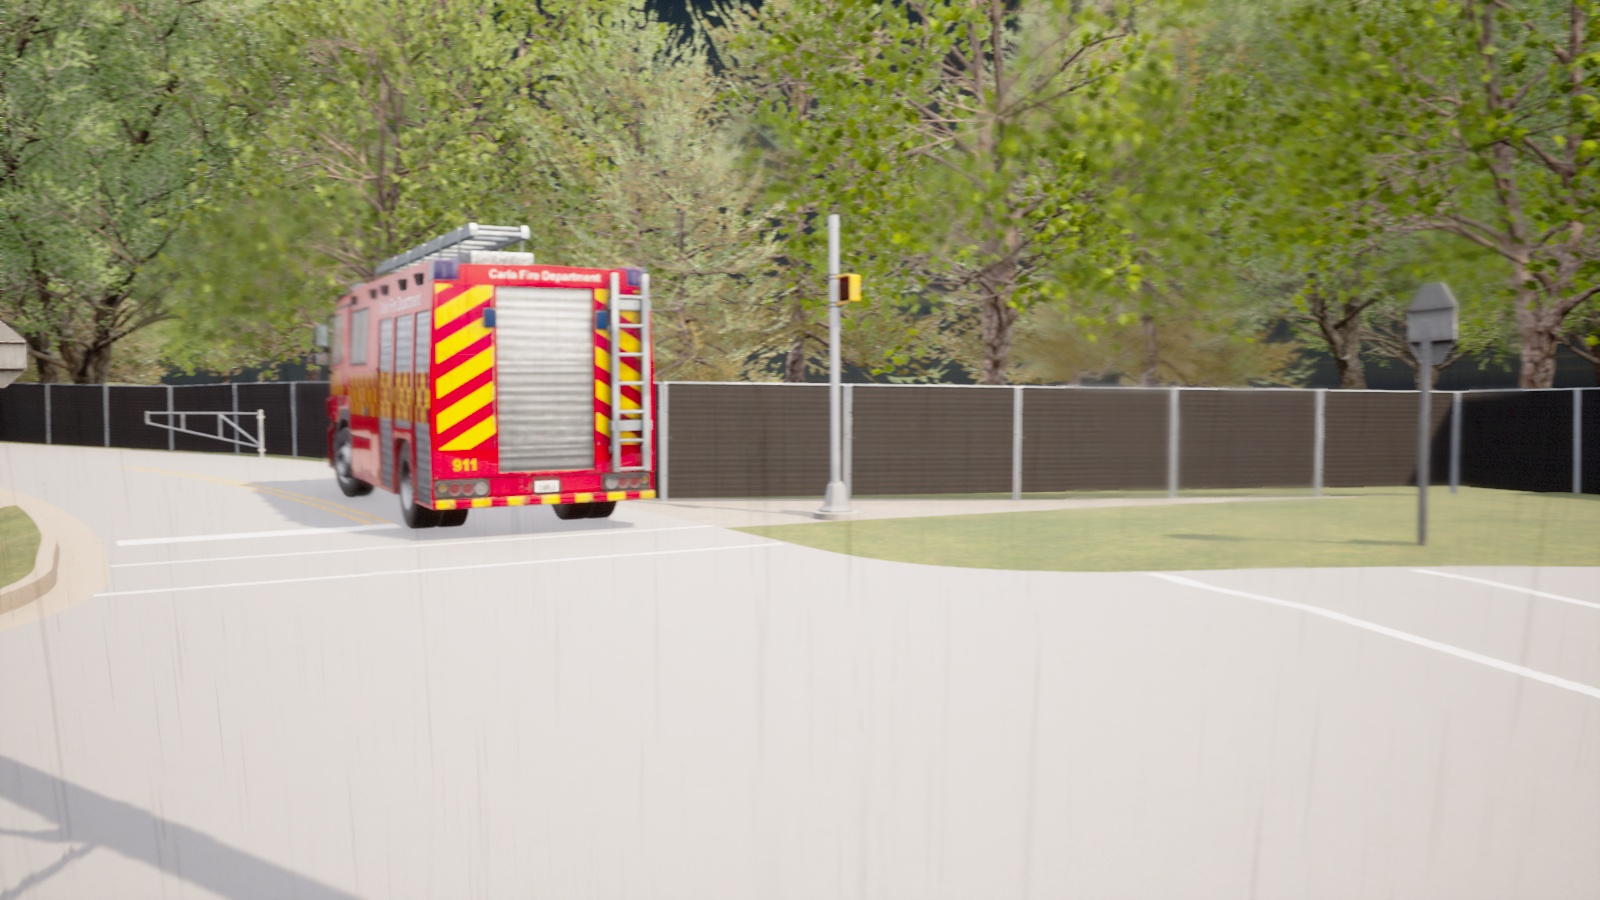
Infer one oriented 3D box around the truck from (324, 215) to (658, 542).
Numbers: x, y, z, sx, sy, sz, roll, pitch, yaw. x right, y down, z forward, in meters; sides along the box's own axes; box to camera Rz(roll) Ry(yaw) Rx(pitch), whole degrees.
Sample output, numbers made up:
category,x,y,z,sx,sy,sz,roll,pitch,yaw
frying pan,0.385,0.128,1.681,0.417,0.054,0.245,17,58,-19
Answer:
category,x,y,z,sx,sy,sz,roll,pitch,yaw
truck,-5.101,-1.076,19.136,2.891,3.827,8.468,-2,4,-28
